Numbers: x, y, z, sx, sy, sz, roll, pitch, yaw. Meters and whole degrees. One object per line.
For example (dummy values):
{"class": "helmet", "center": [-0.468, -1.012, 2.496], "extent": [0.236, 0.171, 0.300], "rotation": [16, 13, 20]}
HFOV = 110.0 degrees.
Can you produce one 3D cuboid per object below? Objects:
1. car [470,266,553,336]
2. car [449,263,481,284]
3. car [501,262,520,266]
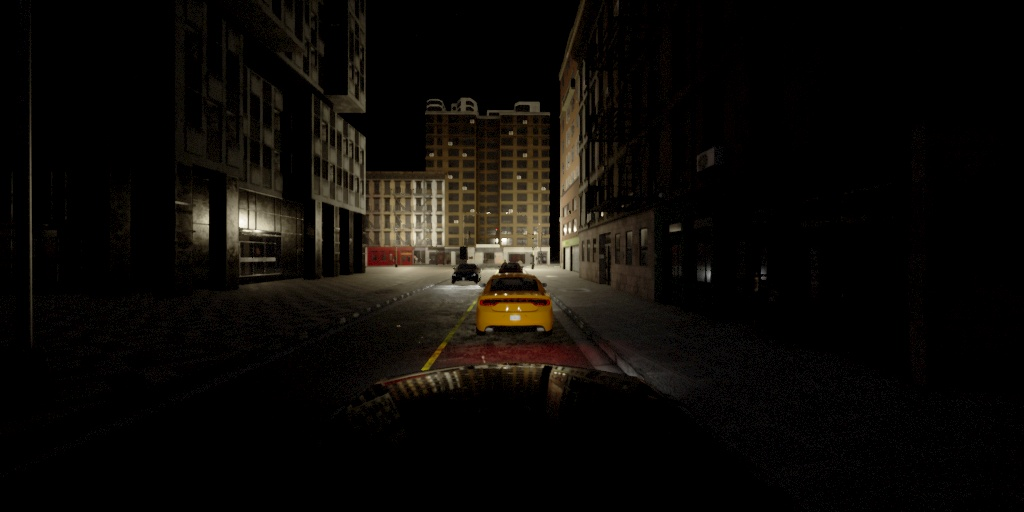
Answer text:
{"class": "car", "center": [0.041, 1.226, 10.478], "extent": [1.882, 1.535, 5.008], "rotation": [0, 0, -1]}
{"class": "car", "center": [-3.284, 1.263, 26.547], "extent": [1.812, 1.442, 4.674], "rotation": [0, 0, 0]}
{"class": "car", "center": [-0.096, 1.213, 28.315], "extent": [1.882, 1.535, 5.008], "rotation": [0, 0, 0]}
